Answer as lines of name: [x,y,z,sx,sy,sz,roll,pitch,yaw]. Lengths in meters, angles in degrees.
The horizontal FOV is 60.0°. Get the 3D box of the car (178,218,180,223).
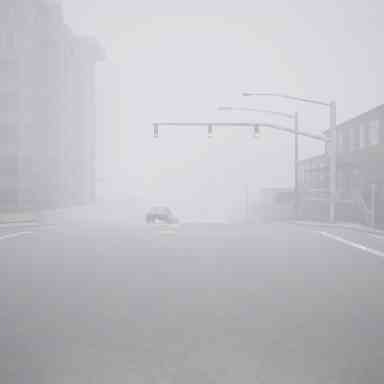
car: [-2.356,3.480,38.386,1.994,1.385,4.181,0,-12,2]

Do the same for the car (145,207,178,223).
car: [-2.669,1.953,28.381,2.033,1.411,5.357,0,-4,2]
